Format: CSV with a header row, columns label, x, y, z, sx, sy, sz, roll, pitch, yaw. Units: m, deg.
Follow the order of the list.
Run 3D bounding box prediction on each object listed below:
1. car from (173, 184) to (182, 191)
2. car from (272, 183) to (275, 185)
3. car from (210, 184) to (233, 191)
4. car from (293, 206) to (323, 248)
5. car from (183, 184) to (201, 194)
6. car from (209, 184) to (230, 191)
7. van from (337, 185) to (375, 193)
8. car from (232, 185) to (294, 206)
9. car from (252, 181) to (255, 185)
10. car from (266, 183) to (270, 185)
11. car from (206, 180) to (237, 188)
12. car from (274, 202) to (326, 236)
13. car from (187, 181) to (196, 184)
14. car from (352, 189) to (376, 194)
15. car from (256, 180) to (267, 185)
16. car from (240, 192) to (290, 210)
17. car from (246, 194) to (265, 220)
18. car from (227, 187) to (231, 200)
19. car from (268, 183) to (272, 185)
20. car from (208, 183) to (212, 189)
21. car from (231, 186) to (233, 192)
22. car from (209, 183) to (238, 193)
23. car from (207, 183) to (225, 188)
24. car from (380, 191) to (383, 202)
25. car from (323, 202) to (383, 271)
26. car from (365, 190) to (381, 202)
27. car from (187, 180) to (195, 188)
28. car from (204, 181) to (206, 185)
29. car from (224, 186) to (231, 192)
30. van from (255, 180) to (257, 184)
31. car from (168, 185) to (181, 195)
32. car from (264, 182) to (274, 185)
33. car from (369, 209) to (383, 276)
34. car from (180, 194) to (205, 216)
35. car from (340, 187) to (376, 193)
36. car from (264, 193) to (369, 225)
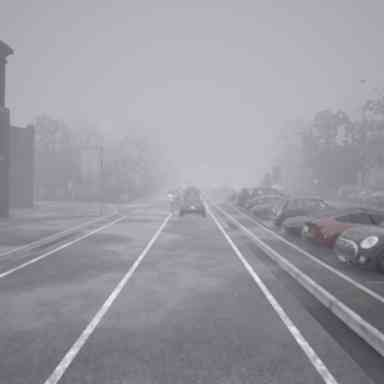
label,x,y,z,sx,sy,sz,roll,pitch,yaw
car,-3.447,-1.037,79.247,2.033,1.411,5.357,0,3,0
car,19.731,-0.642,70.014,4.553,1.767,2.185,0,3,0
car,6.852,-0.977,78.287,5.366,1.575,1.946,0,3,0
car,6.557,1.414,12.317,4.792,1.488,2.163,0,1,0
car,-0.015,0.324,44.505,2.150,2.045,5.566,0,2,0
car,6.689,-1.128,81.061,4.892,1.521,2.231,0,3,0
van,19.664,0.144,40.152,4.442,1.987,1.878,-1,3,0
car,6.666,0.637,29.024,5.566,2.045,2.435,0,2,0
car,19.856,-1.717,92.148,4.792,1.488,2.163,0,3,0
car,19.728,-0.780,75.431,4.674,1.452,2.002,0,3,0
car,6.679,-1.070,75.502,5.566,2.045,2.435,0,3,0
car,6.517,1.354,15.104,4.792,1.488,2.163,0,1,0
car,-0.198,-1.128,80.611,2.128,1.511,4.902,0,3,0
car,19.758,0.672,34.712,4.674,1.452,2.002,0,3,0
car,19.807,-1.535,83.711,5.566,2.045,2.435,0,3,0
car,6.613,0.997,26.247,4.892,1.521,2.231,0,2,0
car,6.572,1.124,23.471,4.792,1.488,2.163,0,2,0
car,6.722,0.537,37.386,4.792,1.488,2.163,0,3,0
car,19.685,-0.635,72.665,4.792,1.488,2.163,0,3,0
car,6.640,-0.664,72.745,5.008,1.535,2.097,0,3,0
car,6.705,0.517,34.596,4.553,1.767,2.185,0,3,0
car,6.590,-0.479,69.975,4.792,1.488,2.163,0,3,0
car,6.757,-1.883,94.909,4.892,1.521,2.231,0,3,0
car,19.903,0.880,29.010,5.366,1.575,1.946,0,2,0
car,6.540,1.310,9.527,4.553,1.767,2.185,0,1,0
car,19.765,0.795,31.803,4.792,1.488,2.163,0,3,0
car,-0.199,-2.093,90.642,2.150,2.045,5.566,0,3,0
car,6.546,-1.602,89.497,5.366,1.575,1.946,0,3,0
car,6.682,0.402,40.167,4.792,1.488,2.163,0,3,0
van,19.927,-1.824,89.367,4.442,1.987,1.878,0,3,0
car,-3.446,-0.206,63.440,1.994,1.385,4.181,0,3,1
car,19.561,-0.978,78.196,5.366,1.575,1.946,0,3,0
car,6.522,1.352,6.748,4.553,1.767,2.185,0,1,0
car,0.034,1.092,26.614,1.994,1.385,4.181,0,1,0
car,19.776,0.537,37.494,4.674,1.452,2.002,0,3,0
car,6.533,1.131,17.887,4.553,1.767,2.185,0,1,0
